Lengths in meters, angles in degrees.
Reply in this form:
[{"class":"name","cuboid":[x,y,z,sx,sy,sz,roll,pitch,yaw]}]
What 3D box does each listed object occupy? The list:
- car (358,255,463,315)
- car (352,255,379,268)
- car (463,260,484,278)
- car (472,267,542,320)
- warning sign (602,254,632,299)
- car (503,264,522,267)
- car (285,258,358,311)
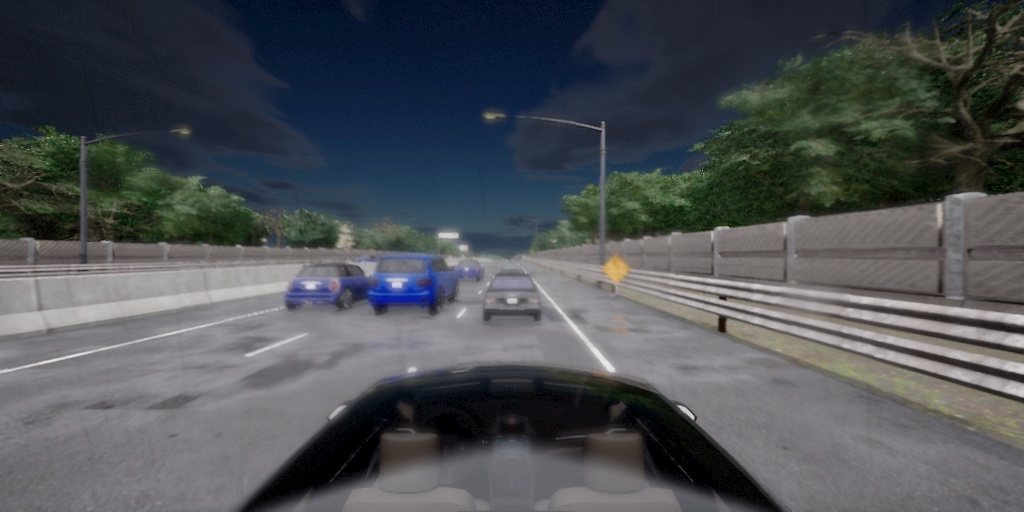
[{"class":"car","cuboid":[-3.469,0.964,13.592,2.150,2.045,5.566,0,0,1]},{"class":"car","cuboid":[-24.535,0.918,60.310,2.150,2.045,5.566,0,0,1]},{"class":"car","cuboid":[-3.462,1.080,29.598,2.097,1.767,4.553,0,0,0]},{"class":"car","cuboid":[0.022,1.290,12.480,2.033,1.411,5.357,0,0,0]},{"class":"warning sign","cuboid":[4.547,0.855,15.526,1.300,1.860,1.060,0,0,0]},{"class":"car","cuboid":[0.032,1.330,29.034,1.895,1.301,4.718,0,0,0]},{"class":"car","cuboid":[-6.959,1.092,14.589,2.097,1.767,4.553,0,0,0]}]
